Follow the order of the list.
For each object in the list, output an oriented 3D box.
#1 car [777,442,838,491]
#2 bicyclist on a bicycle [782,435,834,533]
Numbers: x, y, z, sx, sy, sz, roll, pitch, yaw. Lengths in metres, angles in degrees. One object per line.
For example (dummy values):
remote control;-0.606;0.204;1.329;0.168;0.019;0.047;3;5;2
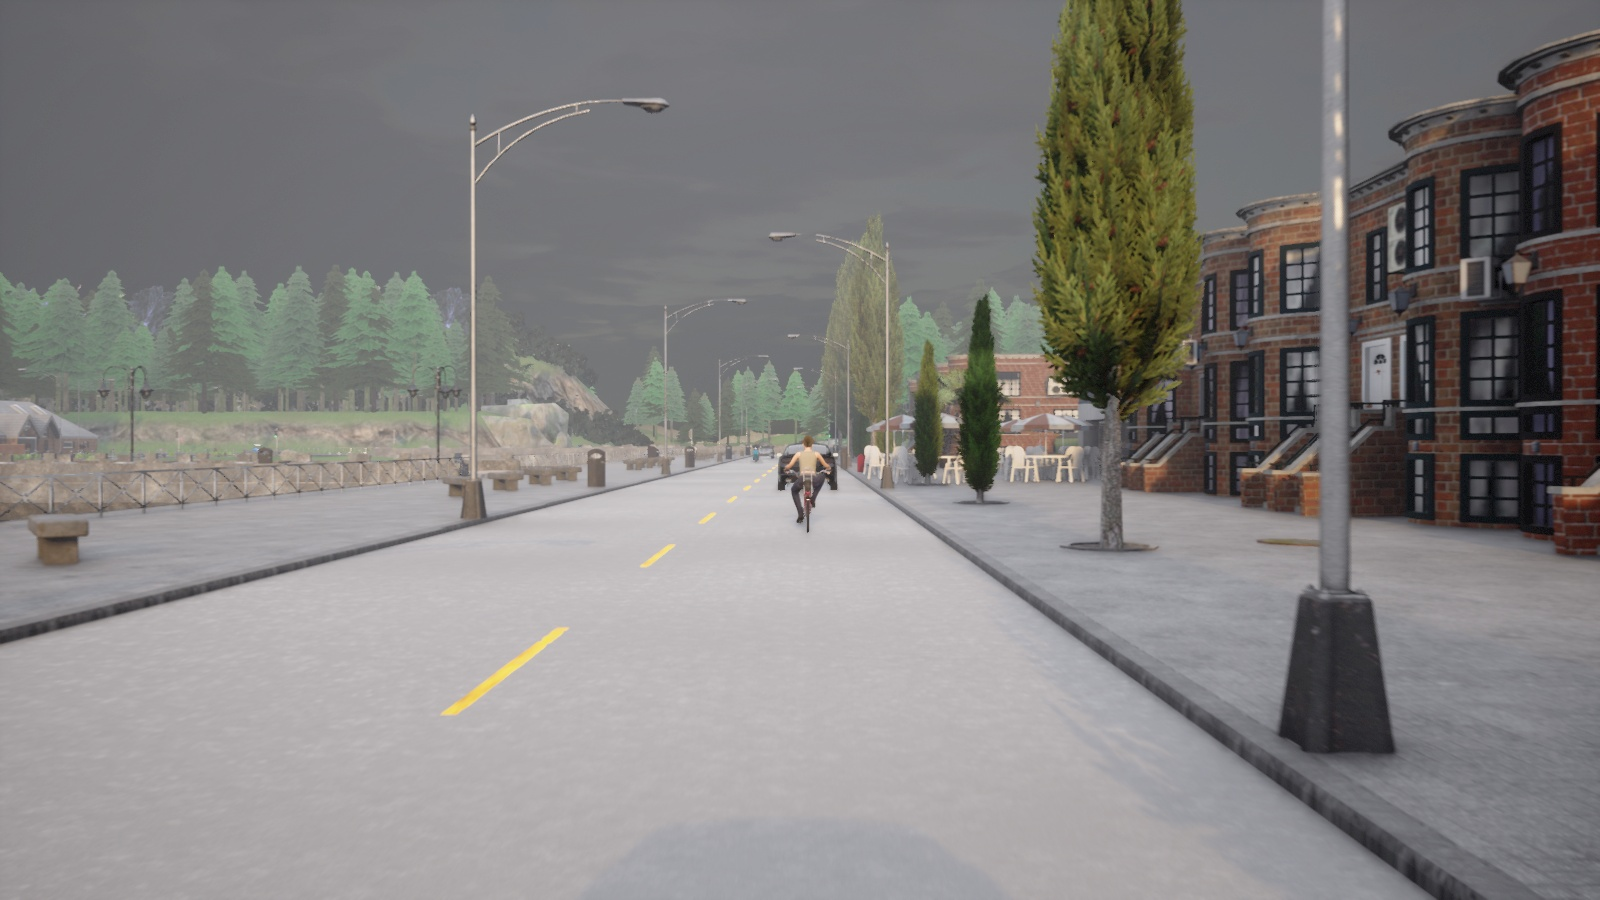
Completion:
car;0.244;0.491;41.390;1.882;1.535;5.008;0;0;0
bicyclist on a bicycle;0.134;0.562;21.437;0.866;1.612;1.509;0;0;0
